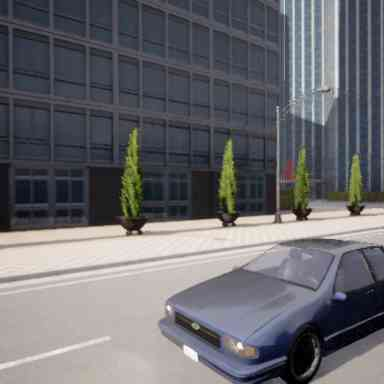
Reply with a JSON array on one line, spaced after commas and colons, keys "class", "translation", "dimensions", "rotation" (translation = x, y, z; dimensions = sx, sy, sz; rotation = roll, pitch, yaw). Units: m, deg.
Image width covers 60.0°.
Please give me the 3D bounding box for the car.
[{"class": "car", "translation": [2.149, 1.527, 5.527], "dimensions": [5.357, 1.411, 2.033], "rotation": [0, 0, -35]}]
